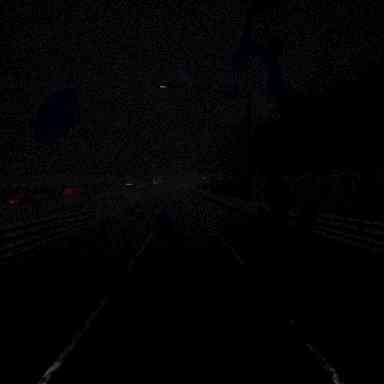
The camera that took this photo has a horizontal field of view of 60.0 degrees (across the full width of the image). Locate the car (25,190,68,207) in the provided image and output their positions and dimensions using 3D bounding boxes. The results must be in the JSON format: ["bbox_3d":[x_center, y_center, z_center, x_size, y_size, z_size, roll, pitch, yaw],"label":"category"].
[{"bbox_3d":[-18.556,1.014,42.746,1.882,1.535,5.008,0,4,12],"label":"car"}]

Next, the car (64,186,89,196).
[{"bbox_3d":[-21.743,-0.343,61.571,2.097,1.767,4.553,0,4,12],"label":"car"}]

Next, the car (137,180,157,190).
[{"bbox_3d":[-10.762,-1.385,79.745,2.033,1.411,5.357,0,4,12],"label":"car"}]

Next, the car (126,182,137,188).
[{"bbox_3d":[-15.967,-1.970,88.993,2.128,1.511,4.902,0,4,12],"label":"car"}]

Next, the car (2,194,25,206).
[{"bbox_3d":[-21.983,1.071,43.462,1.994,1.385,4.181,0,4,12],"label":"car"}]

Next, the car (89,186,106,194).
[{"bbox_3d":[-17.896,-0.305,62.856,2.128,1.511,4.902,0,4,12],"label":"car"}]

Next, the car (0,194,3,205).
[{"bbox_3d":[-25.408,0.968,44.178,1.837,1.490,4.892,0,4,12],"label":"car"}]
